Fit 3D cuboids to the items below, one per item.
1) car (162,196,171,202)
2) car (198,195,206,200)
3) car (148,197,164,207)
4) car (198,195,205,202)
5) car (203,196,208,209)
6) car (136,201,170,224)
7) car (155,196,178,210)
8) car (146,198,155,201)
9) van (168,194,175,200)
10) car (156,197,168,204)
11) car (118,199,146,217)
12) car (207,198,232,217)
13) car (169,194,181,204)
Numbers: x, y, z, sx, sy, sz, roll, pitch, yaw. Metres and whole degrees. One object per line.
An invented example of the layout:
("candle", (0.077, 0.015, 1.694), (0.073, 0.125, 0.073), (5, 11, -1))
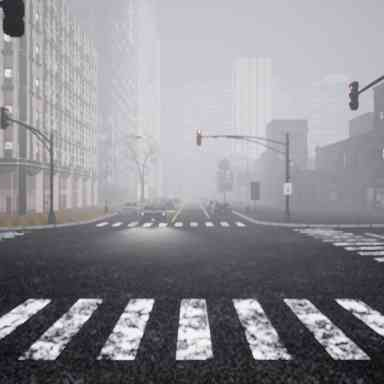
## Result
("car", (-5.704, 1.593, 75.290), (1.802, 1.307, 4.206), (0, 0, 0))
("car", (2.674, 1.593, 91.915), (1.947, 1.339, 4.313), (0, 0, 0))
("car", (-5.699, 1.548, 53.127), (2.008, 1.369, 4.403), (0, 0, 0))
("car", (2.677, 1.562, 75.291), (2.008, 1.369, 4.403), (0, 0, 0))
("car", (2.684, 1.577, 42.047), (1.802, 1.307, 4.206), (0, 0, 0))
("car", (-2.805, 1.594, 24.887), (1.895, 1.301, 4.718), (0, 0, -4))
("car", (-3.101, 1.559, 41.558), (1.994, 1.385, 4.181), (0, 0, 0))
("car", (-5.697, 1.520, 41.875), (1.752, 1.417, 4.829), (0, 0, 0))
("van", (-5.706, 1.368, 91.913), (1.690, 1.788, 3.998), (0, 0, 0))
("car", (-5.701, 1.568, 64.209), (1.947, 1.339, 4.313), (0, 0, 0))
("car", (-5.695, 1.575, 30.964), (1.802, 1.307, 4.206), (0, 0, 0))
("car", (2.686, 1.538, 30.965), (1.887, 1.381, 4.507), (0, 0, 0))
("car", (-3.046, 1.565, 61.443), (1.994, 1.385, 4.181), (0, 0, 0))
